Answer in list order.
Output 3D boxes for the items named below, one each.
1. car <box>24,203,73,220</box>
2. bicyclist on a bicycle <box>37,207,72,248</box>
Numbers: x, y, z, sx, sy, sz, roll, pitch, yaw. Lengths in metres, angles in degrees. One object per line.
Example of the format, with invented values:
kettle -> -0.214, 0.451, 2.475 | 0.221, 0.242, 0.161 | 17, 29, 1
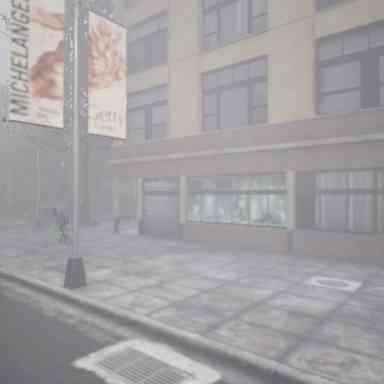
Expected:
car -> -13.099, 1.788, 30.914 | 1.812, 1.442, 4.674 | 0, -1, 39
bicyclist on a bicycle -> -5.479, 1.418, 13.530 | 0.582, 1.620, 1.656 | 0, 0, 40
